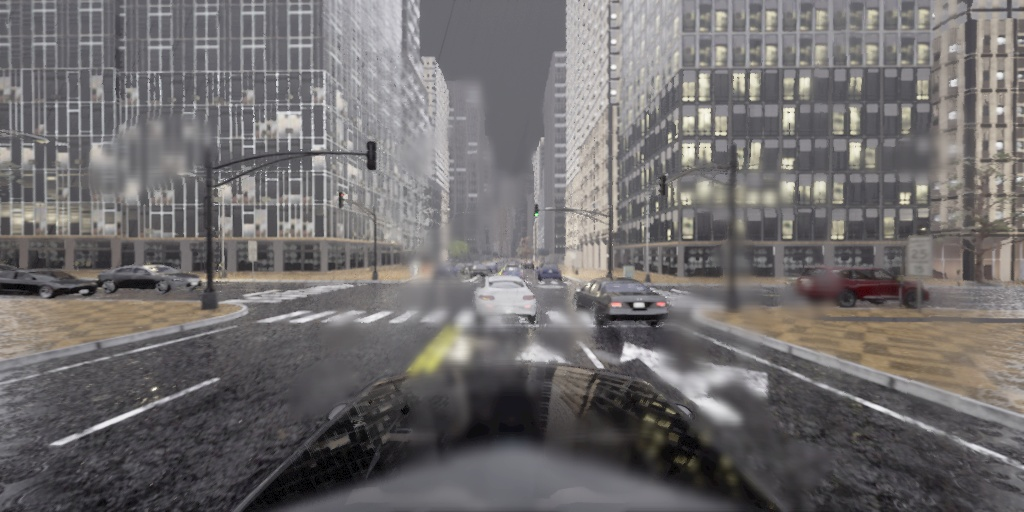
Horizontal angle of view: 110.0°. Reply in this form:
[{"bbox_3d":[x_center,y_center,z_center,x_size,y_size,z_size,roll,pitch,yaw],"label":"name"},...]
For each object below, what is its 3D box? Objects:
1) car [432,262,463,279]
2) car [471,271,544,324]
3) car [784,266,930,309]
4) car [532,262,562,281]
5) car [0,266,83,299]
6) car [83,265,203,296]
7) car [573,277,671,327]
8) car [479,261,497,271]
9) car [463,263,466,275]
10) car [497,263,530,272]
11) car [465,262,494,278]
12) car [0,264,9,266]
[{"bbox_3d":[-6.640,1.387,36.269,2.097,1.767,4.553,0,0,1],"label":"car"},{"bbox_3d":[-0.363,1.394,12.339,1.812,1.442,4.674,1,-2,-7],"label":"car"},{"bbox_3d":[16.186,1.411,16.756,5.009,1.841,2.192,0,0,1],"label":"car"},{"bbox_3d":[3.337,1.366,33.465,2.097,1.767,4.553,0,0,0],"label":"car"},{"bbox_3d":[-22.739,1.322,17.269,4.313,1.339,1.948,0,0,1],"label":"car"},{"bbox_3d":[-20.037,1.252,19.930,4.902,1.511,2.128,1,0,1],"label":"car"},{"bbox_3d":[3.338,1.413,11.935,2.033,1.411,5.357,0,-2,0],"label":"car"},{"bbox_3d":[-3.349,1.729,48.013,1.895,1.301,4.718,0,0,0],"label":"car"},{"bbox_3d":[-6.607,1.612,45.364,1.837,1.490,4.892,0,0,0],"label":"car"},{"bbox_3d":[0.110,1.476,28.536,2.033,1.411,5.357,0,-2,0],"label":"car"},{"bbox_3d":[-3.359,1.599,38.254,2.033,1.411,5.357,0,0,0],"label":"car"},{"bbox_3d":[-29.449,1.155,20.118,5.008,1.535,1.882,1,0,1],"label":"car"}]
